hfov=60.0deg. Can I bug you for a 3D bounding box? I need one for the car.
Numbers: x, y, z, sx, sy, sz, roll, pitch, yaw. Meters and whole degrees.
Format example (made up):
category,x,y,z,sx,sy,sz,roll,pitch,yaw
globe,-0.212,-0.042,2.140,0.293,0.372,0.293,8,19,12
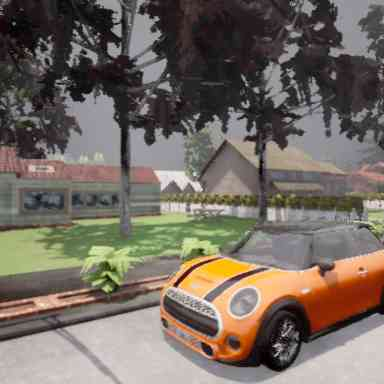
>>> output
category,x,y,z,sx,sy,sz,roll,pitch,yaw
car,1.711,1.345,5.808,4.553,1.767,2.097,0,0,-35
